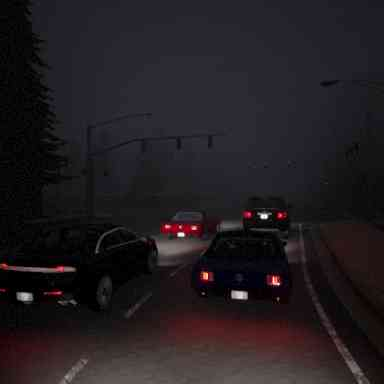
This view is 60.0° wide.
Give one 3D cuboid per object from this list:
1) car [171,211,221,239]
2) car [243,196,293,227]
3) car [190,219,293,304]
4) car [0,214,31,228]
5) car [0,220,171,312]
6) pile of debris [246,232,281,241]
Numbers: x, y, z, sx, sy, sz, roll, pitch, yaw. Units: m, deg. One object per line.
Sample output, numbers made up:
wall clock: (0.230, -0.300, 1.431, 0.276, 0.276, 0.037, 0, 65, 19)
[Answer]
car: (0.165, 1.596, 16.822, 1.895, 1.301, 4.718, 0, 0, 17)
car: (4.065, 1.216, 17.638, 2.150, 2.045, 5.566, 0, 0, 17)
car: (1.388, 1.598, 8.243, 1.895, 1.301, 4.718, 0, 0, 13)
car: (-8.327, 1.597, 13.286, 1.895, 1.301, 4.718, 0, 0, 16)
car: (-2.244, 1.489, 7.790, 2.128, 1.511, 4.902, 0, 0, 11)
pile of debris: (3.540, 2.170, 16.359, 1.500, 0.140, 1.860, 0, 0, 17)
